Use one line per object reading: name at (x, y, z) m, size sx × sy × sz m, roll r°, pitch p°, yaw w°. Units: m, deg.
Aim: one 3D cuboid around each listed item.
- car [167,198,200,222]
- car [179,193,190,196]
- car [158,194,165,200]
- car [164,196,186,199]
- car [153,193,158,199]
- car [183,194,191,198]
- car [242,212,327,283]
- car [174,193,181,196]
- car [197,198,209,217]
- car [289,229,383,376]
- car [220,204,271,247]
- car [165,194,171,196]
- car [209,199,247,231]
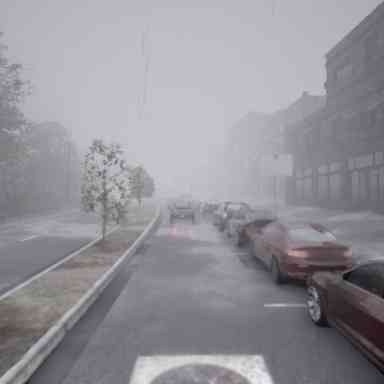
car at (-0.810, 1.503, 26.099) m, size 2.128 × 1.511 × 4.902 m, roll 0°, pitch 0°, yaw -4°
car at (-0.526, 1.464, 54.125) m, size 1.946 × 1.575 × 5.366 m, roll 0°, pitch 0°, yaw -7°
car at (-6.936, 1.289, 86.786) m, size 1.946 × 1.575 × 5.366 m, roll 0°, pitch 0°, yaw -14°
car at (-2.196, 1.566, 42.734) m, size 1.994 × 1.385 × 4.181 m, roll 0°, pitch 0°, yaw -6°
car at (-8.759, 1.276, 93.588) m, size 2.163 × 1.488 × 4.792 m, roll 0°, pitch 0°, yaw -15°
car at (0.185, 1.478, 48.606) m, size 1.946 × 1.575 × 5.366 m, roll 0°, pitch 0°, yaw -6°
car at (2.924, 1.531, 9.581) m, size 2.002 × 1.452 × 4.674 m, roll 0°, pitch 0°, yaw -1°
car at (-1.320, 1.198, 59.476) m, size 2.435 × 2.045 × 5.566 m, roll 0°, pitch 0°, yaw -9°
car at (1.800, 1.497, 31.800) m, size 2.231 × 1.521 × 4.892 m, roll 0°, pitch 0°, yaw -4°
car at (3.029, 1.515, 4.054) m, size 2.163 × 1.488 × 4.792 m, roll 0°, pitch 0°, yaw 0°
car at (2.765, 1.524, 15.182) m, size 2.163 × 1.488 × 4.792 m, roll 0°, pitch 0°, yaw -2°
car at (-4.399, 1.358, 76.065) m, size 1.946 × 1.575 × 5.366 m, roll 0°, pitch 0°, yaw -12°
car at (2.515, 1.371, 20.677) m, size 2.185 × 1.767 × 4.553 m, roll 0°, pitch 0°, yaw -2°
